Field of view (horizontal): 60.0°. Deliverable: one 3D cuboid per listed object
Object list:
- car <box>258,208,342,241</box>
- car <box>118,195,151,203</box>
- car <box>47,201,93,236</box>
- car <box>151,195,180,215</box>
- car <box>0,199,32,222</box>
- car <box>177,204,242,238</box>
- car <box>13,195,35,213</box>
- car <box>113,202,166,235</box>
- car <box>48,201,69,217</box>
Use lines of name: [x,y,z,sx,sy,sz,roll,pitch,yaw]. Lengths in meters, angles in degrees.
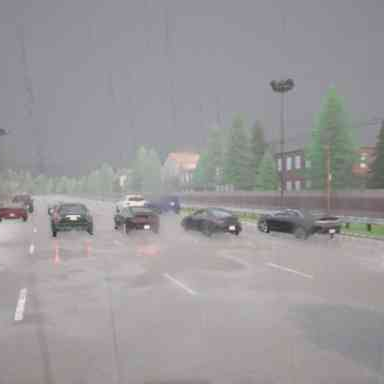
car: [5.356,1.561,17.264,2.128,1.511,4.902,0,0,-24]
car: [-6.482,1.365,35.121,2.150,2.045,5.566,0,0,-24]
car: [-7.097,1.432,19.380,2.097,1.767,4.553,0,0,-24]
car: [-3.091,1.369,36.111,2.150,2.045,5.566,0,0,-24]
car: [-14.665,1.590,27.559,1.882,1.535,5.008,0,0,-24]
car: [1.012,1.600,18.368,1.812,1.442,4.674,0,0,-24]
car: [-19.600,1.380,38.561,2.150,2.045,5.566,0,0,-24]
car: [-3.349,1.583,19.573,1.837,1.490,4.892,0,-1,-24]
car: [-13.693,1.664,34.070,1.812,1.442,4.674,0,0,-24]
